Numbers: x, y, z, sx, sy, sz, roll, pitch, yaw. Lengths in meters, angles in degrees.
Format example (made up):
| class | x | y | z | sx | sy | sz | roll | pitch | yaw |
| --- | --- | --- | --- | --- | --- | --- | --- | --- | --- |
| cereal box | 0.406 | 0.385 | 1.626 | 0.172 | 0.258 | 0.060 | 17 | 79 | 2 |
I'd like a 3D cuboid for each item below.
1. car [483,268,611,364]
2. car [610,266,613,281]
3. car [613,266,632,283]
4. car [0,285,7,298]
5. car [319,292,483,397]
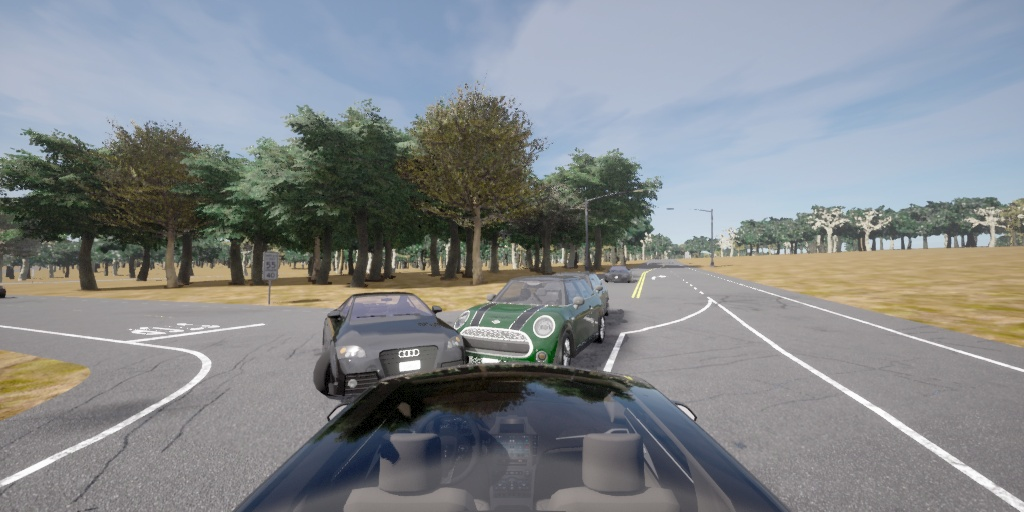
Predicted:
| class | x | y | z | sx | sy | sz | roll | pitch | yaw |
| --- | --- | --- | --- | --- | --- | --- | --- | --- | --- |
| car | 0.615 | 1.218 | 7.845 | 2.097 | 1.767 | 4.553 | -1 | -2 | 26 |
| car | 2.022 | 1.344 | 12.158 | 2.097 | 1.767 | 4.553 | -1 | -1 | 21 |
| car | 8.960 | 1.513 | 30.078 | 1.994 | 1.385 | 4.181 | -1 | 0 | 22 |
| car | -40.862 | 2.562 | 27.403 | 4.181 | 1.385 | 1.994 | -2 | -3 | 22 |
| car | -2.356 | 1.376 | 6.640 | 1.994 | 1.385 | 4.181 | 1 | -2 | -29 |
